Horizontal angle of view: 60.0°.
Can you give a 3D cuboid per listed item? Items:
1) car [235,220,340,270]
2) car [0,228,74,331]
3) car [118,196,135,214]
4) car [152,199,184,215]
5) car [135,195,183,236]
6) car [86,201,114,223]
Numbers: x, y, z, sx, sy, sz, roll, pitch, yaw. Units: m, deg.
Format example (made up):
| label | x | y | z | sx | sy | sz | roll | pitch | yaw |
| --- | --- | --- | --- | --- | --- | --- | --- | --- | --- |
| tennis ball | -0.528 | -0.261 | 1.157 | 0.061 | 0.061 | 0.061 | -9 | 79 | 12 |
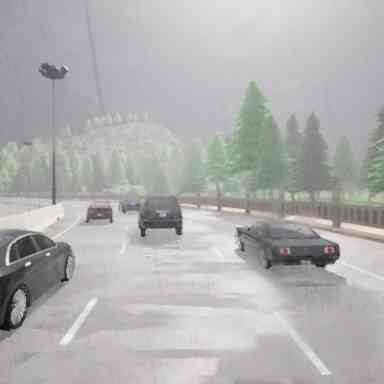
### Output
| label | x | y | z | sx | sy | sz | roll | pitch | yaw |
| --- | --- | --- | --- | --- | --- | --- | --- | --- | --- |
| car | 2.792 | 1.567 | 10.968 | 1.895 | 1.301 | 4.718 | 0 | 0 | -6 |
| car | -3.849 | 1.504 | 6.782 | 1.837 | 1.490 | 4.892 | 0 | 0 | -4 |
| car | -6.574 | 1.299 | 35.482 | 2.097 | 1.767 | 4.553 | 0 | 0 | -19 |
| car | -2.651 | 1.481 | 35.091 | 2.033 | 1.411 | 5.357 | 0 | 0 | -19 |
| car | -1.882 | 1.188 | 18.633 | 2.150 | 2.045 | 5.566 | 0 | 0 | -11 |
| car | -7.147 | 1.448 | 25.840 | 1.882 | 1.535 | 5.008 | 0 | 0 | -15 |
